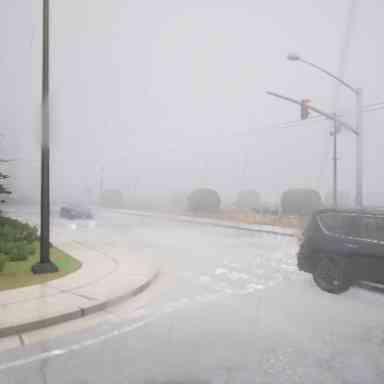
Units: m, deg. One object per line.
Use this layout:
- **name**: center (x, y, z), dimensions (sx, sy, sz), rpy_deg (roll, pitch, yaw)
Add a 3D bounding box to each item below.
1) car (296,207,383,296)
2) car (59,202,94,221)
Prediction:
- **car**: center (4.815, 1.392, 6.818), dimensions (2.150, 2.045, 5.566), rpy_deg (0, 0, -34)
- **car**: center (-9.908, 1.632, 28.361), dimensions (1.812, 1.442, 4.674), rpy_deg (0, 1, -34)
